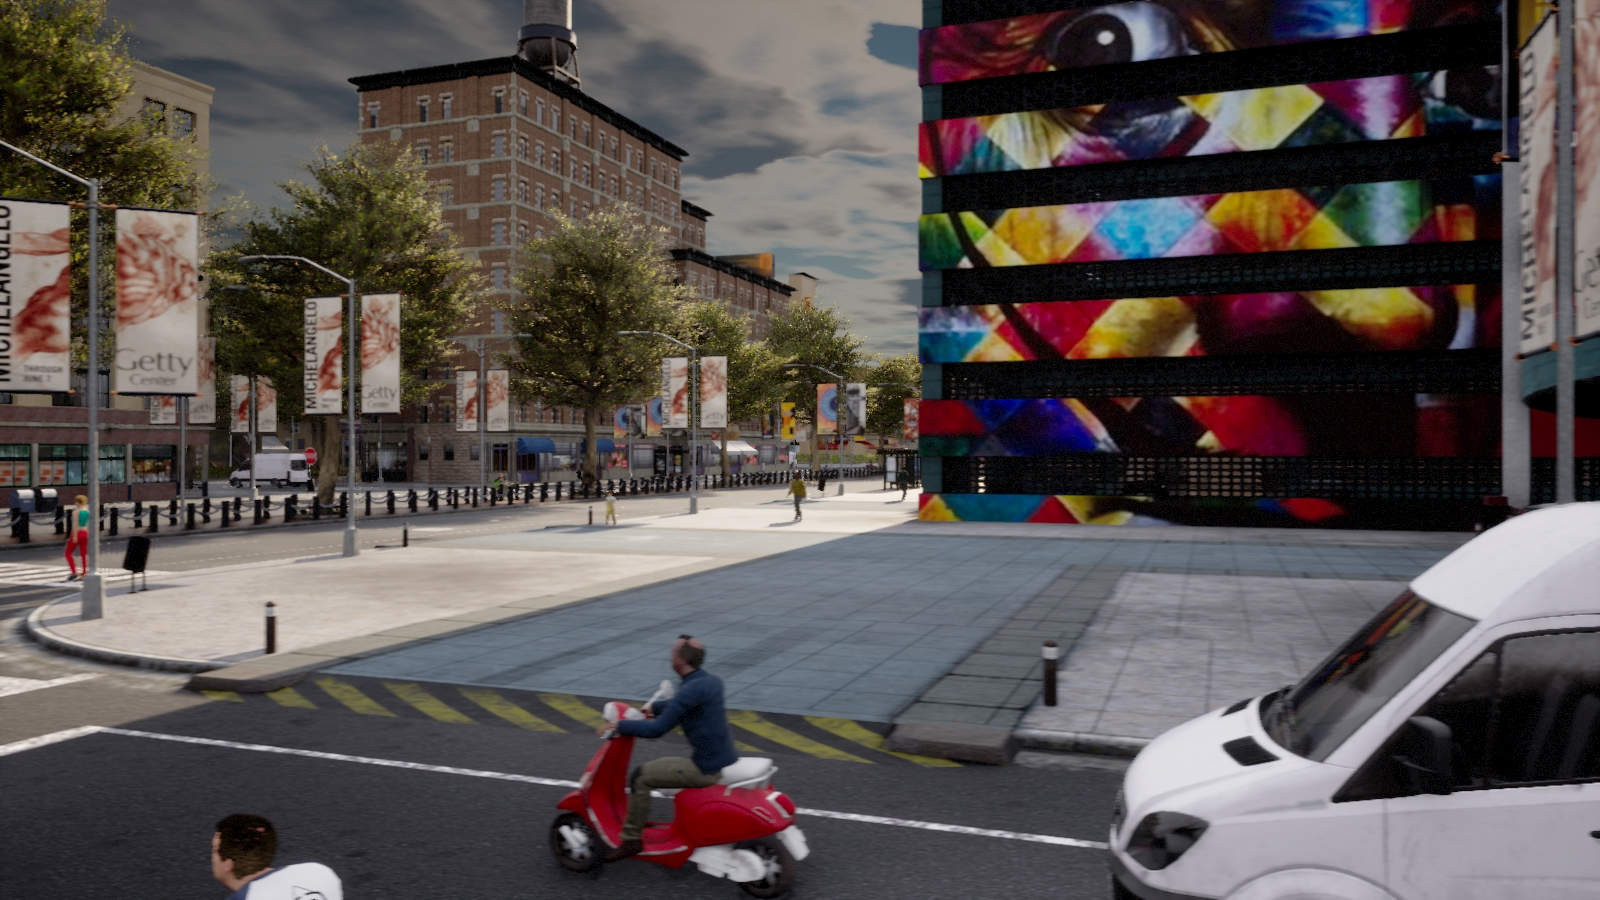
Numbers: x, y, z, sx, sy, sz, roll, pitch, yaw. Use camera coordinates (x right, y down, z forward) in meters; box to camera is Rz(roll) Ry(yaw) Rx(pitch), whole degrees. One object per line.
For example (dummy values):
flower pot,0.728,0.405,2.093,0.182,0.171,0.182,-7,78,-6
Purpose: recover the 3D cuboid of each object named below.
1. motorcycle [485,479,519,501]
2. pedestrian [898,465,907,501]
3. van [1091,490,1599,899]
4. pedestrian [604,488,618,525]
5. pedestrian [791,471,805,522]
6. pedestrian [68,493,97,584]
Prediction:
motorcycle,-16.637,2.213,63.804,0.803,1.145,2.033,0,0,20
pedestrian,5.274,1.697,58.730,0.375,1.860,0.375,0,0,22
van,4.511,1.534,5.418,5.915,2.561,1.988,0,0,20
pedestrian,-6.638,1.976,40.131,0.375,1.300,0.375,0,0,12
pedestrian,-0.066,1.696,41.692,0.375,1.860,0.375,0,0,33
pedestrian,-15.058,1.848,23.994,0.375,1.860,0.375,0,0,26
